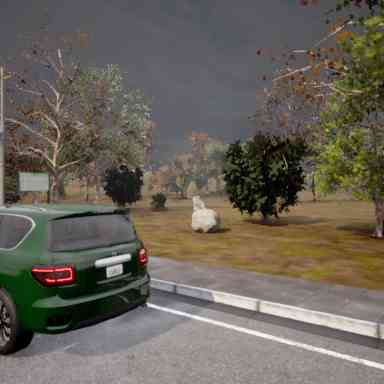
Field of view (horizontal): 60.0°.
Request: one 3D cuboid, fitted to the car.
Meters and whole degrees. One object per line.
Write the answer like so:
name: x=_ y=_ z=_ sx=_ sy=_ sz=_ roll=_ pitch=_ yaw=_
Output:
car: x=-3.298 y=1.221 z=6.321 sx=5.566 sy=2.045 sz=2.150 roll=0 pitch=0 yaw=35
